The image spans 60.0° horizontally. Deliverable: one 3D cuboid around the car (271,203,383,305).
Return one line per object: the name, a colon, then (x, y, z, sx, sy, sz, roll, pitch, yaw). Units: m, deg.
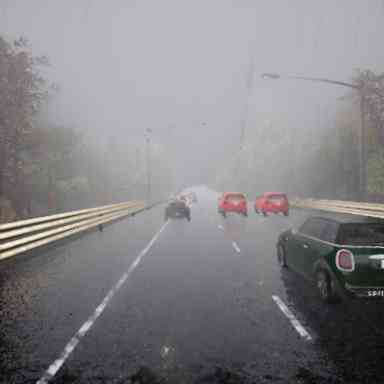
car: (3.604, 1.315, 8.175, 2.097, 1.767, 4.553, 0, 0, 0)

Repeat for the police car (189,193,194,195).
police car: (-1.026, 1.237, 41.628, 1.930, 1.638, 5.238, 0, 0, 0)

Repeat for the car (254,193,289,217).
car: (7.115, 1.085, 30.097, 2.150, 2.045, 5.566, 0, 0, 0)

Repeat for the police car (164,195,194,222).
police car: (-1.035, 1.309, 25.622, 1.930, 1.638, 5.238, 0, 0, 0)

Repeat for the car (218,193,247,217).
car: (3.616, 1.085, 30.204, 2.150, 2.045, 5.566, 0, 0, 0)

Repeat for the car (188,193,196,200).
car: (0.045, 0.961, 79.437, 1.837, 1.490, 4.892, 0, 1, 0)

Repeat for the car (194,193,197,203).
car: (0.035, 1.277, 59.806, 2.033, 1.411, 5.357, 0, 0, 0)

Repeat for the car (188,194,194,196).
car: (-1.029, 1.317, 35.516, 1.882, 1.535, 5.008, 0, 0, 0)
